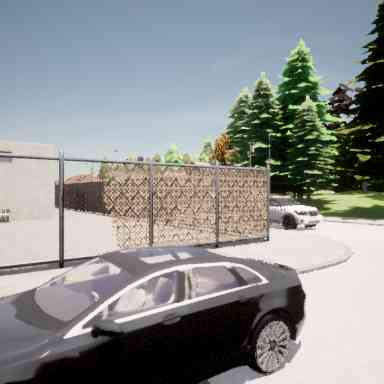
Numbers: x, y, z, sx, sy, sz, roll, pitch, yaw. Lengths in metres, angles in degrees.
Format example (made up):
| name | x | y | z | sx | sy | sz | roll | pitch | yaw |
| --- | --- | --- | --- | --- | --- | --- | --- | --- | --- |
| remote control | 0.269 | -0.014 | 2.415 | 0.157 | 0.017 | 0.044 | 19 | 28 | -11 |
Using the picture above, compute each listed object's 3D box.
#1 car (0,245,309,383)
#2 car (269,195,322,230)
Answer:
| name | x | y | z | sx | sy | sz | roll | pitch | yaw |
| --- | --- | --- | --- | --- | --- | --- | --- | --- | --- |
| car | -0.658 | 1.491 | 4.034 | 4.902 | 1.511 | 2.128 | 0 | 0 | -35 |
| car | 5.476 | 1.221 | 21.415 | 2.150 | 2.045 | 5.566 | 0 | 0 | -36 |
